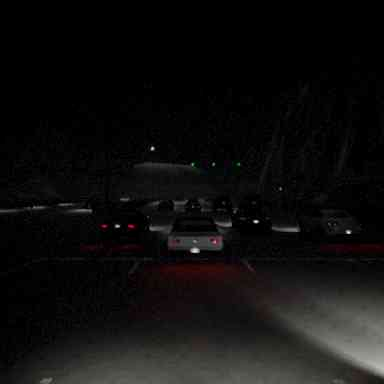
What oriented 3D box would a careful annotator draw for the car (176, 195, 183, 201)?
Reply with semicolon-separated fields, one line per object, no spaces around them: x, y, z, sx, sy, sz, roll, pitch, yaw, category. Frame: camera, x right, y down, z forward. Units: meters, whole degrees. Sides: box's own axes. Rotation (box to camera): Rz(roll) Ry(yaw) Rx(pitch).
-3.230;1.456;79.672;1.882;1.535;5.008;0;1;0;car

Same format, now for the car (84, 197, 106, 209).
-13.983;1.663;47.707;1.837;1.490;4.892;0;0;0;car

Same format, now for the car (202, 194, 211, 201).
3.826;1.369;86.708;2.128;1.511;4.902;0;1;0;car

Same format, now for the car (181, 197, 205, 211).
0.110;1.706;39.362;2.033;1.411;5.357;0;0;0;car

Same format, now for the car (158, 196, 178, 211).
-3.384;1.650;44.229;2.128;1.511;4.902;0;0;0;car

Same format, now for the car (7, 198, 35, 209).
-24.483;1.636;47.760;1.882;1.535;5.008;0;0;0;car

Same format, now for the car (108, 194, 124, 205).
-13.906;1.372;57.802;2.150;2.045;5.566;0;0;0;car

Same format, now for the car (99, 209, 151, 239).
-3.397;1.624;17.672;2.033;1.411;5.357;0;0;0;car

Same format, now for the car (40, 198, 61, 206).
-24.409;1.753;57.443;1.895;1.301;4.718;0;0;0;car

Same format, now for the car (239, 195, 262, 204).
7.109;1.386;40.822;2.150;2.045;5.566;0;0;0;car

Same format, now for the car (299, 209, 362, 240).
7.089;1.600;17.394;1.812;1.442;4.674;0;0;0;car

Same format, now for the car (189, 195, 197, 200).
0.326;1.397;86.736;1.994;1.385;4.181;0;1;0;car

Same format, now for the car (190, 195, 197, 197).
0.246;1.563;76.694;1.994;1.385;4.181;0;1;0;car

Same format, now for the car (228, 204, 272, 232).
3.604;1.652;20.723;1.994;1.385;4.181;0;0;0;car

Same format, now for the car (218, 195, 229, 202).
7.244;1.556;76.446;2.033;1.411;5.357;0;1;0;car

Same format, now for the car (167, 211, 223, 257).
0.103;1.659;13.264;1.895;1.301;4.718;0;0;0;car

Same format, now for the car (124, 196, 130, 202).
-13.824;1.619;67.981;1.812;1.442;4.674;0;0;0;car

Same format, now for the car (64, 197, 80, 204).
-24.328;1.653;67.515;1.994;1.385;4.181;0;0;0;car

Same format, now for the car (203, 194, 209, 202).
3.743;1.536;76.290;2.128;1.511;4.902;0;1;0;car

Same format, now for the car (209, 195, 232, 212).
3.611;1.383;40.618;2.150;2.045;5.566;0;0;0;car
